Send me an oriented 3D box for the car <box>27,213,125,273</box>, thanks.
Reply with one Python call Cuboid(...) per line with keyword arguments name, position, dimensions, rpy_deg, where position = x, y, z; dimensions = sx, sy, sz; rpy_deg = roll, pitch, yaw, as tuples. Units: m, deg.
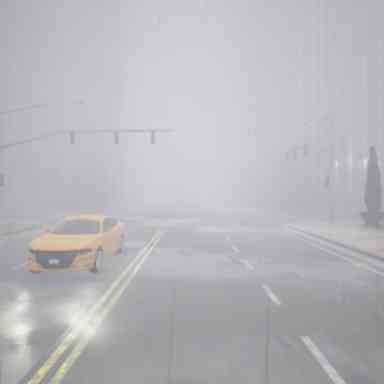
Cuboid(name="car", position=(-3.503, 1.502, 10.930), dimensions=(1.882, 1.535, 5.008), rpy_deg=(0, 0, 0))
